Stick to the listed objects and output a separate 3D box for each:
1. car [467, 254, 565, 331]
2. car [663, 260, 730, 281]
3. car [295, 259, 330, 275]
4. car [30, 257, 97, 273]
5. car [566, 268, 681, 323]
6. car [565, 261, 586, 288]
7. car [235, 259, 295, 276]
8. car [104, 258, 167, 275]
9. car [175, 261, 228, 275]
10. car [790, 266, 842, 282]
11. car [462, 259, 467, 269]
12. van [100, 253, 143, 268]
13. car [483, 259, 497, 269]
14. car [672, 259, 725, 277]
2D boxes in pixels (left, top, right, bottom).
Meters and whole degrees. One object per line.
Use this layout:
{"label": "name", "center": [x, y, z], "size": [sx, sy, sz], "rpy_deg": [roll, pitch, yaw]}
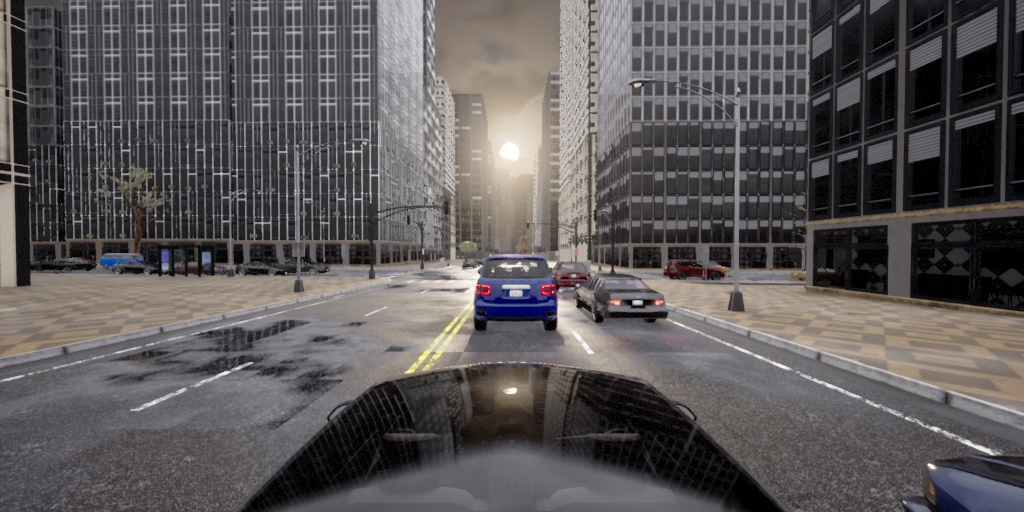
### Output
{"label": "car", "center": [0.096, 0.966, 11.081], "size": [2.150, 2.045, 5.566], "rpy_deg": [0, 0, 0]}
{"label": "car", "center": [16.187, 1.264, 32.146], "size": [5.009, 1.841, 2.192], "rpy_deg": [0, 0, 1]}
{"label": "car", "center": [-20.591, 1.083, 35.330], "size": [4.892, 1.490, 1.837], "rpy_deg": [1, 1, 1]}
{"label": "car", "center": [-44.863, 0.958, 35.844], "size": [4.718, 1.301, 1.895], "rpy_deg": [1, 1, 1]}
{"label": "car", "center": [3.349, 1.291, 12.085], "size": [2.033, 1.411, 5.357], "rpy_deg": [0, 0, 0]}
{"label": "car", "center": [3.345, 1.089, 21.492], "size": [2.097, 1.767, 4.553], "rpy_deg": [0, 0, 0]}
{"label": "car", "center": [-22.738, 1.169, 32.667], "size": [4.313, 1.339, 1.948], "rpy_deg": [0, 0, 1]}
{"label": "car", "center": [-34.103, 1.065, 32.971], "size": [4.313, 1.339, 1.948], "rpy_deg": [0, 0, 1]}
{"label": "car", "center": [-28.422, 1.134, 32.799], "size": [4.207, 1.307, 1.802], "rpy_deg": [0, 0, 1]}
{"label": "car", "center": [27.636, 1.574, 31.951], "size": [4.829, 1.417, 1.751], "rpy_deg": [0, 0, 1]}
{"label": "car", "center": [-6.592, 1.209, 55.580], "size": [1.837, 1.490, 4.892], "rpy_deg": [0, 0, 0]}
{"label": "van", "center": [-45.295, 0.599, 41.630], "size": [3.998, 1.789, 1.690], "rpy_deg": [0, 0, 1]}
{"label": "car", "center": [-3.340, 1.182, 55.929], "size": [1.882, 1.535, 5.008], "rpy_deg": [0, 0, 0]}
{"label": "car", "center": [19.608, 1.237, 37.863], "size": [4.553, 1.767, 2.097], "rpy_deg": [0, 1, 1]}
